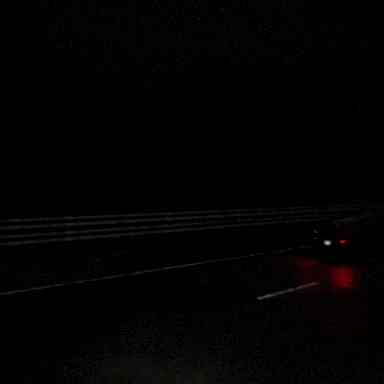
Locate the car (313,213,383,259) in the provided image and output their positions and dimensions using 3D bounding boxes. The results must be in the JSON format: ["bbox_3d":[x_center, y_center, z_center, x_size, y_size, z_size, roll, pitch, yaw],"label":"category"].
[{"bbox_3d":[6.504,1.535,12.681,4.674,1.442,1.812,0,0,-35],"label":"car"}]
